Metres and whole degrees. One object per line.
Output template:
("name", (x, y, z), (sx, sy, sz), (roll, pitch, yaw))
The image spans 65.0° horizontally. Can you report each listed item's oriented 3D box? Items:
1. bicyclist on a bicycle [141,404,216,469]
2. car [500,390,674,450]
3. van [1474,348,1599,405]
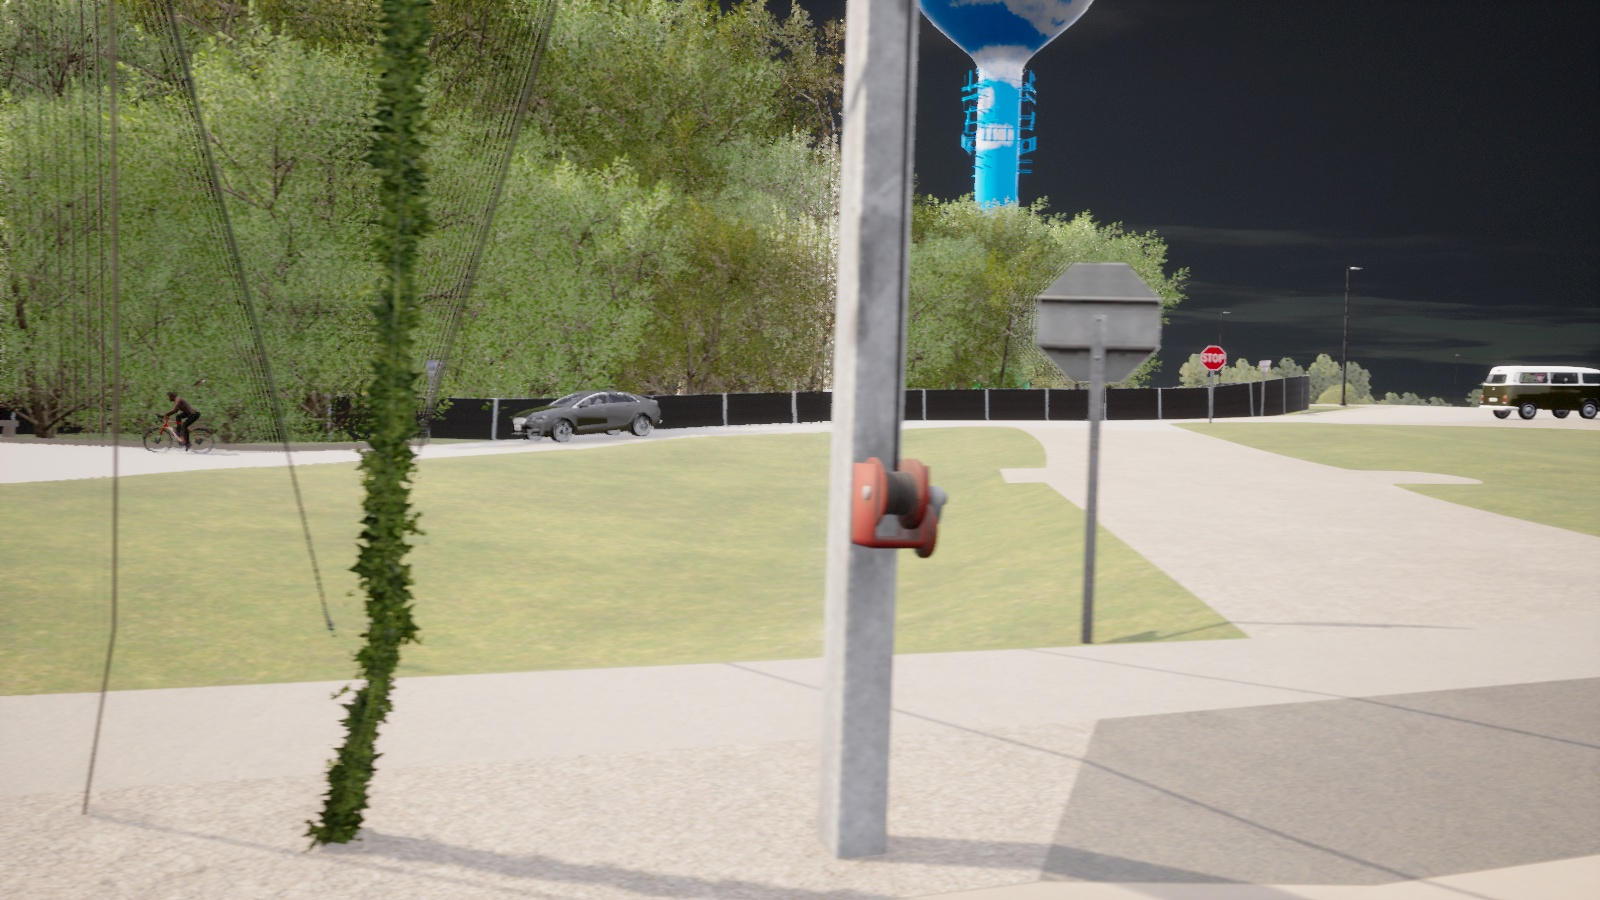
("bicyclist on a bicycle", (-15.956, -0.344, 32.275), (1.656, 1.620, 0.582), (0, 0, -20))
("car", (-6.580, -0.982, 39.168), (4.902, 1.511, 2.128), (-6, 5, -42))
("van", (28.597, -2.815, 48.141), (4.480, 2.038, 2.069), (-2, 3, -6))
